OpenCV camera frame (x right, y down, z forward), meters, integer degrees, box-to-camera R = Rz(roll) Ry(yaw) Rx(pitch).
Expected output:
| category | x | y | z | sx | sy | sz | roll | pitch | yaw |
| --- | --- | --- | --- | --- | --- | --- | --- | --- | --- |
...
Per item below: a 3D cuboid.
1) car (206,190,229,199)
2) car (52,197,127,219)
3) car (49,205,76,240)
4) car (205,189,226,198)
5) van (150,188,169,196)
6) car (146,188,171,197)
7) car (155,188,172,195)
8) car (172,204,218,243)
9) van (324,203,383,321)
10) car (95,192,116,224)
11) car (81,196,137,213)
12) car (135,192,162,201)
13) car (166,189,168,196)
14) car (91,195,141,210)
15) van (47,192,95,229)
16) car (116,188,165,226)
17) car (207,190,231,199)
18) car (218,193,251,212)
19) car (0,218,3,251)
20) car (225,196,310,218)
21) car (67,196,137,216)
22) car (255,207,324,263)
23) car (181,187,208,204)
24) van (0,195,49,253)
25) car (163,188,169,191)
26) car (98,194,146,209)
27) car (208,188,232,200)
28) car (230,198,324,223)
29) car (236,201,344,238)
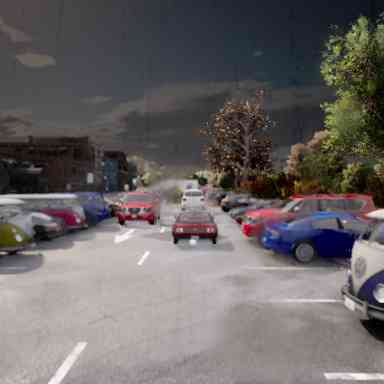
| category | x | y | z | sx | sy | sz | roll | pitch | yaw |
| --- | --- | --- | --- | --- | --- | --- | --- | --- | --- |
| car | 5.261 | 0.407 | 68.179 | 4.553 | 1.767 | 2.185 | 0 | 1 | 0 |
| car | -7.637 | 1.186 | 25.196 | 5.008 | 1.535 | 2.097 | 0 | 1 | 0 |
| car | -7.644 | 1.434 | 13.897 | 4.674 | 1.452 | 2.002 | 0 | 1 | 0 |
| car | 5.191 | 0.297 | 73.623 | 4.553 | 1.767 | 2.185 | 0 | 1 | 0 |
| van | -7.986 | 0.029 | 81.946 | 4.442 | 1.987 | 1.878 | 0 | 1 | 0 |
| car | -7.893 | 0.060 | 79.163 | 5.566 | 2.045 | 2.435 | 0 | 1 | 0 |
| car | -7.915 | -0.100 | 93.081 | 4.553 | 1.767 | 2.185 | 0 | 1 | 0 |
| car | 0.120 | 1.488 | 15.359 | 1.895 | 1.301 | 4.718 | 0 | 1 | 0 |
| van | 4.796 | 1.250 | 5.436 | 4.442 | 1.987 | 1.878 | 0 | 0 | 0 |
| car | -7.667 | 1.039 | 19.541 | 5.566 | 2.045 | 2.435 | 0 | 1 | 0 |
| car | -7.622 | 1.123 | 30.848 | 4.674 | 1.452 | 2.002 | 0 | 1 | 0 |
| car | -7.824 | 0.743 | 59.833 | 4.674 | 1.452 | 2.002 | 1 | 1 | 0 |
| car | -7.847 | 0.576 | 68.039 | 4.674 | 1.452 | 2.002 | 0 | 1 | 0 |
| car | -7.618 | 1.071 | 33.673 | 4.674 | 1.452 | 2.002 | 0 | 1 | 0 |
| van | -7.526 | 1.116 | 16.717 | 4.442 | 1.987 | 1.878 | 0 | 1 | 0 |
| car | -3.300 | 0.989 | 21.811 | 2.150 | 2.045 | 5.566 | 0 | 1 | 0 |
| car | 5.265 | 0.464 | 65.395 | 4.553 | 1.767 | 2.185 | 0 | 1 | 0 |
| car | 4.946 | 1.131 | 28.167 | 5.008 | 1.535 | 2.097 | 0 | 1 | 0 |
| car | -7.652 | 1.509 | 8.232 | 4.674 | 1.452 | 2.002 | 0 | 0 | 0 |
| car | 4.949 | 1.238 | 22.396 | 4.892 | 1.521 | 2.231 | 0 | 1 | 0 |
| car | -7.443 | 1.132 | 28.022 | 5.366 | 1.575 | 1.946 | 0 | 1 | 0 |
| car | 4.919 | 1.439 | 11.216 | 5.008 | 1.535 | 2.097 | 0 | 1 | 0 |
| car | 0.145 | 0.804 | 31.877 | 2.150 | 2.045 | 5.566 | 0 | 1 | 0 |
| van | -7.534 | 1.214 | 11.187 | 4.442 | 1.987 | 1.878 | 0 | 1 | 0 |
| car | -7.883 | 0.509 | 70.821 | 4.792 | 1.488 | 2.163 | 0 | 1 | 0 |
| car | -7.588 | 1.009 | 36.499 | 4.792 | 1.488 | 2.163 | 0 | 1 | 0 |
| car | 5.210 | 0.579 | 59.700 | 4.553 | 1.767 | 2.185 | 0 | 1 | 0 |
| car | 4.908 | 1.316 | 19.698 | 4.792 | 1.488 | 2.163 | 0 | 1 | 0 |
| car | 4.904 | 1.368 | 16.875 | 4.792 | 1.488 | 2.163 | 0 | 1 | 0 |
